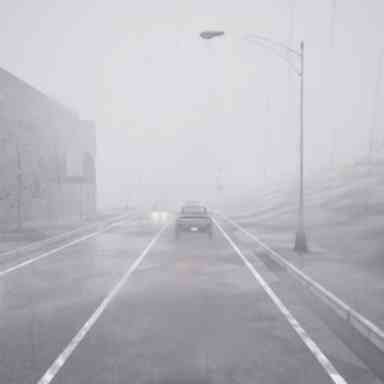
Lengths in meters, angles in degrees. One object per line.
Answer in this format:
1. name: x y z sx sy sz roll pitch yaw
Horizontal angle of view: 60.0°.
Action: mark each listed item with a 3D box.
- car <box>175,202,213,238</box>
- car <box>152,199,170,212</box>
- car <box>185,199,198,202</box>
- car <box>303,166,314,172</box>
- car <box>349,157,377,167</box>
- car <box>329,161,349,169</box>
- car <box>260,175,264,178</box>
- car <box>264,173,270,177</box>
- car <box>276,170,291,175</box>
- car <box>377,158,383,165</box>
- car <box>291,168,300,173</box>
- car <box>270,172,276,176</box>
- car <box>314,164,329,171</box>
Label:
1. car: 0.103 1.486 17.683 2.128 1.511 4.902 0 0 0
2. car: -3.785 1.578 40.522 2.128 1.511 4.902 0 -1 -3
3. car: -0.050 1.583 41.188 2.128 1.511 4.902 0 -1 -3
4. car: 21.870 -3.967 59.393 2.231 1.521 4.892 0 1 -1
5. car: 22.922 -3.793 42.808 2.185 1.767 4.553 0 1 -5
6. car: 22.454 -3.769 48.314 2.097 1.535 5.008 0 1 -4
7. car: 21.146 -4.494 92.532 2.185 1.767 4.553 0 1 -1
8. car: 21.265 -4.433 87.013 2.185 1.767 4.553 0 1 -1
9. car: 21.507 -4.303 75.847 2.185 1.767 4.553 0 1 -1
10. car: 23.541 -3.533 37.117 2.163 1.488 4.792 0 1 -6
11. car: 21.743 -4.046 64.910 2.231 1.521 4.892 0 1 -1
12. car: 21.388 -4.201 81.341 2.002 1.452 4.674 0 1 -1
13. car: 22.103 -3.831 53.851 2.002 1.452 4.674 0 1 -2
